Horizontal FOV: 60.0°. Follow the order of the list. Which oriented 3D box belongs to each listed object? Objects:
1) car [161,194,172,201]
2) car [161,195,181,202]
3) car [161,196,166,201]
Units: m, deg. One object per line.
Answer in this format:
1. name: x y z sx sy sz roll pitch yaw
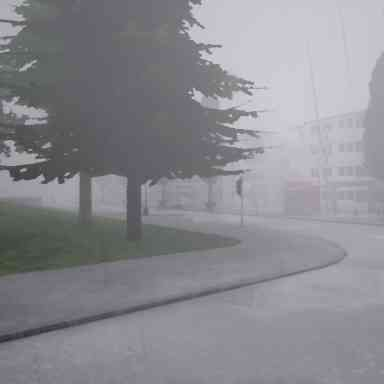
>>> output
1. car: -6.628 1.406 85.704 1.845 1.501 3.633 0 0 -24
2. car: -5.277 1.650 83.231 4.974 1.542 2.038 0 0 -6
3. car: -5.329 1.492 83.225 4.536 1.218 1.853 0 0 -6
